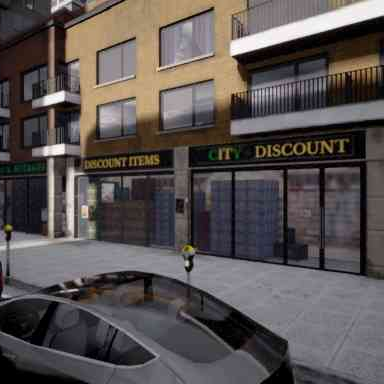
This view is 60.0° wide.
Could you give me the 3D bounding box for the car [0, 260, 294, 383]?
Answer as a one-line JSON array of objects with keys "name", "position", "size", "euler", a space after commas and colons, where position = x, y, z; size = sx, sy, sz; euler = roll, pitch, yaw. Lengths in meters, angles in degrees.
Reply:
[{"name": "car", "position": [-1.099, 1.566, 3.586], "size": [4.313, 1.339, 1.947], "euler": [0, 0, 35]}]
